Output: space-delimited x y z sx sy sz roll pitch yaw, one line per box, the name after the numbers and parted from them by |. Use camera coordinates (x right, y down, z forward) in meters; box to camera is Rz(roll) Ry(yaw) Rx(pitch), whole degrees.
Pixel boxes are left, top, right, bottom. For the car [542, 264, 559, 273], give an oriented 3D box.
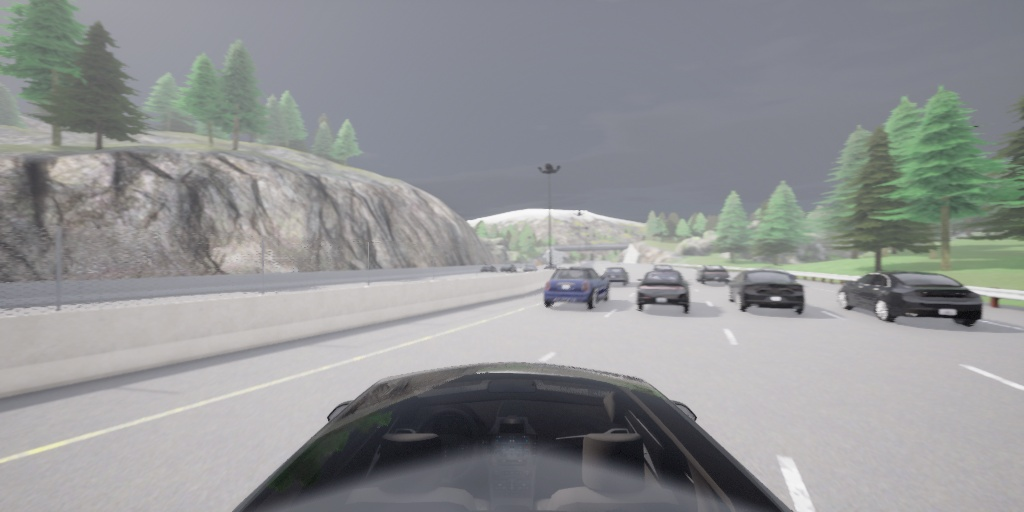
6.258 2.000 58.104 2.033 1.411 5.357 -1 -1 14 | car

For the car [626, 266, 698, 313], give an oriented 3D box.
6.226 1.345 14.700 2.128 1.511 4.902 -1 -1 25 | car

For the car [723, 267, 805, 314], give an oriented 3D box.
9.877 1.280 14.255 1.882 1.535 5.008 -1 0 25 | car

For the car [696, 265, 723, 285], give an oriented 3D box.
15.487 1.414 27.876 2.128 1.511 4.902 -1 -1 21 | car

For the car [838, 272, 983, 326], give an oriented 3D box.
12.533 1.240 11.671 1.837 1.490 4.892 -1 0 25 | car

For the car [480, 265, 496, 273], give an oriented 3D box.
-3.968 2.174 60.493 1.994 1.385 4.181 -1 -1 14 | car

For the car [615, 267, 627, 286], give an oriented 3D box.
8.214 1.566 28.425 2.033 1.411 5.357 -1 -1 21 | car

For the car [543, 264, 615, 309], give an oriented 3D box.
3.045 1.264 16.168 2.097 1.767 4.553 -1 -1 25 | car

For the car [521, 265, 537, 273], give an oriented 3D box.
2.843 2.106 58.878 1.895 1.301 4.718 -1 -1 14 | car

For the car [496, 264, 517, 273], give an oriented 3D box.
-0.580 2.035 59.626 1.882 1.535 5.008 -1 -1 14 | car

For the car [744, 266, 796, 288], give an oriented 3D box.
18.526 1.460 26.015 1.895 1.301 4.718 -1 -1 21 | car
